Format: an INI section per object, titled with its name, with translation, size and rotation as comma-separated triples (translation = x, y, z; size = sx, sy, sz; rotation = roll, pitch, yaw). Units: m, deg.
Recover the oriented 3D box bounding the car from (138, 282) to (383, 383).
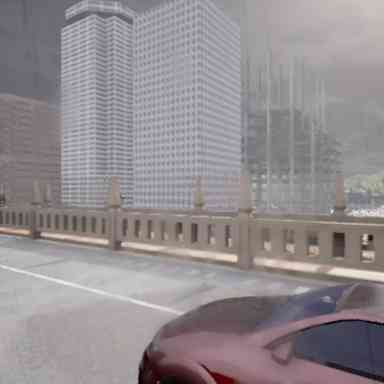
[car]
translation = 1.505, 1.565, 2.918
size = 4.181, 1.385, 1.994
rotation = 0, 0, 36
